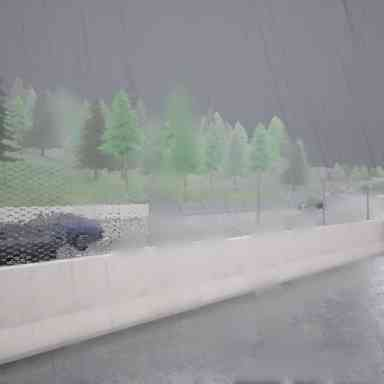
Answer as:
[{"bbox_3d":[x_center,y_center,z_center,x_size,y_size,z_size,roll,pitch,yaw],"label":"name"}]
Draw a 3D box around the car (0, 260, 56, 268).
[{"bbox_3d":[-6.016,1.506,8.354,4.892,1.490,1.837,0,0,-35],"label":"car"}]
